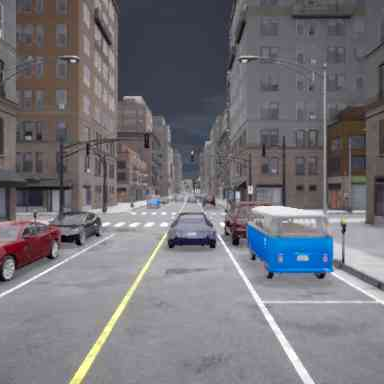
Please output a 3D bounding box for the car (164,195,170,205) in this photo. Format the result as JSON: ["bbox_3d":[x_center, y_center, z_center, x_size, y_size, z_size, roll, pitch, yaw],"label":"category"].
[{"bbox_3d":[-5.405,1.551,58.046,1.947,1.339,4.313,0,0,0],"label":"car"}]

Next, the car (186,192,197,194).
[{"bbox_3d":[0.000,1.362,82.444,1.994,1.385,4.181,0,0,0],"label":"car"}]

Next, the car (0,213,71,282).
[{"bbox_3d":[-5.388,1.542,9.759,1.887,1.381,4.507,0,0,0],"label":"car"}]

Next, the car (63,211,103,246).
[{"bbox_3d":[-5.388,1.562,15.270,1.947,1.339,4.313,0,0,0],"label":"car"}]

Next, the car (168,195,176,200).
[{"bbox_3d":[-5.397,1.540,90.484,1.947,1.339,4.313,0,0,0],"label":"car"}]

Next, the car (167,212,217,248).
[{"bbox_3d":[0.000,1.570,14.650,1.994,1.385,4.181,0,0,0],"label":"car"}]

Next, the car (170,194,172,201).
[{"bbox_3d":[-5.404,1.529,63.452,1.887,1.381,4.507,0,0,0],"label":"car"}]

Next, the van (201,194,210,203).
[{"bbox_3d":[2.690,1.323,68.860,1.690,1.788,3.998,0,0,0],"label":"van"}]

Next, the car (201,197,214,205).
[{"bbox_3d":[2.700,1.536,58.048,2.008,1.369,4.403,0,0,0],"label":"car"}]

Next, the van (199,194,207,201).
[{"bbox_3d":[2.680,1.319,79.673,1.690,1.788,3.998,0,0,0],"label":"van"}]

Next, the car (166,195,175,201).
[{"bbox_3d":[-5.398,1.527,85.077,2.008,1.369,4.403,0,0,0],"label":"car"}]

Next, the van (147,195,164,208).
[{"bbox_3d":[-5.408,1.330,47.234,1.690,1.788,3.998,0,0,0],"label":"van"}]

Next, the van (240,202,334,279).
[{"bbox_3d":[2.637,1.338,9.759,1.690,1.788,3.998,0,0,0],"label":"van"}]

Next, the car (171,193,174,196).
[{"bbox_3d":[-5.399,1.504,79.502,1.752,1.417,4.829,0,0,0],"label":"car"}]

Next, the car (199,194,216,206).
[{"bbox_3d":[2.705,1.302,52.641,2.192,1.841,5.009,0,0,0],"label":"car"}]

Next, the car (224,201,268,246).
[{"bbox_3d":[2.637,1.311,15.270,2.192,1.841,5.009,0,0,0],"label":"car"}]

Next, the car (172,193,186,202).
[{"bbox_3d":[-2.750,1.499,73.086,1.812,1.442,4.674,0,0,0],"label":"car"}]

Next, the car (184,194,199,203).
[{"bbox_3d":[0.000,1.556,66.611,1.994,1.385,4.181,0,0,0],"label":"car"}]
